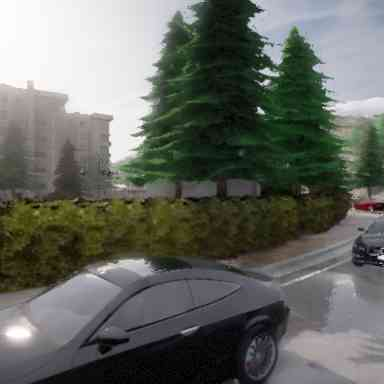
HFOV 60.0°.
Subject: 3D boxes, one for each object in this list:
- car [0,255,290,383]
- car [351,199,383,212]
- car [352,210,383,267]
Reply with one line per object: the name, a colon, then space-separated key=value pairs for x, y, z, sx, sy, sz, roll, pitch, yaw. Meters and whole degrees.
car: x=-0.764 y=1.547 z=3.820 sx=4.674 sy=1.442 sz=1.812 roll=0 pitch=0 yaw=-38
car: x=20.184 y=1.536 z=37.813 sx=1.882 sy=1.535 sz=5.008 roll=0 pitch=0 yaw=-9
car: x=6.734 y=1.518 z=10.751 sx=1.837 sy=1.490 sz=4.892 roll=0 pitch=0 yaw=42
